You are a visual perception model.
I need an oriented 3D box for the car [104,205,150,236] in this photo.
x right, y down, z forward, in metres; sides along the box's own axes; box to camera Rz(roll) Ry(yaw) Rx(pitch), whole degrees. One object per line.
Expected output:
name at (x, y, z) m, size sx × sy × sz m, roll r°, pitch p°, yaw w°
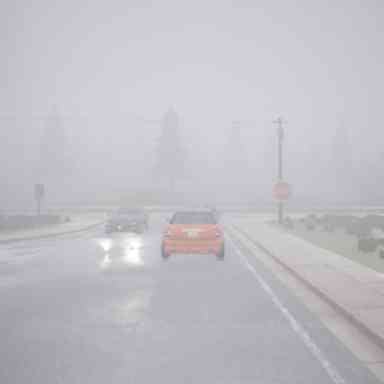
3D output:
car at (-3.542, 1.519, 18.777) m, size 1.837 × 1.490 × 4.892 m, roll 0°, pitch 0°, yaw 1°

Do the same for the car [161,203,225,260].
car at (0.047, 1.361, 12.696) m, size 2.097 × 1.767 × 4.553 m, roll 0°, pitch 0°, yaw 0°

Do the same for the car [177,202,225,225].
car at (0.850, 1.565, 25.521) m, size 2.033 × 1.411 × 5.357 m, roll 0°, pitch 0°, yaw 20°
